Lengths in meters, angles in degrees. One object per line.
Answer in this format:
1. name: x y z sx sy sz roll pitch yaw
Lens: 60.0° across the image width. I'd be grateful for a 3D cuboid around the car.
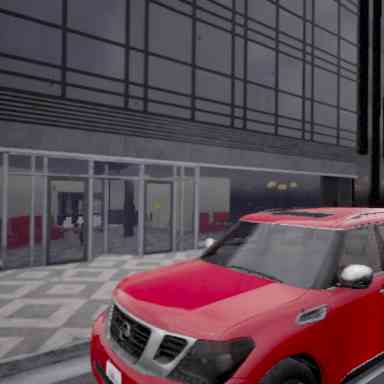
1. car: 1.575 1.261 4.494 5.566 2.045 2.150 1 0 -35
